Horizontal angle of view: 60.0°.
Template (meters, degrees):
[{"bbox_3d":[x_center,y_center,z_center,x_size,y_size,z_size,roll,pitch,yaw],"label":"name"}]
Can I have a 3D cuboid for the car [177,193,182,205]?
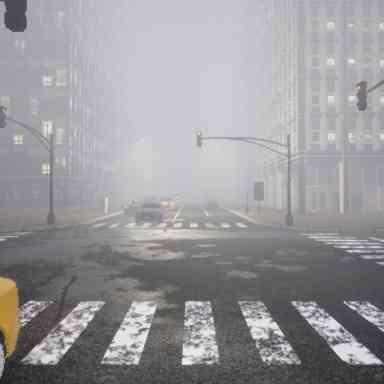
[{"bbox_3d":[-2.977,1.247,61.352,2.150,2.045,5.566,0,0,1],"label":"car"}]

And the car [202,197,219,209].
[{"bbox_3d":[2.743,1.599,45.030,1.802,1.307,4.206,1,0,0],"label":"car"}]

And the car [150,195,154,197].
[{"bbox_3d":[-5.632,1.332,44.976,2.192,1.841,5.009,1,0,0],"label":"car"}]

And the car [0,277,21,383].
[{"bbox_3d":[-3.098,1.478,2.140,1.882,1.535,5.008,0,0,0],"label":"car"}]

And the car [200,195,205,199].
[{"bbox_3d":[2.754,1.547,56.356,1.752,1.417,4.829,1,0,0],"label":"car"}]

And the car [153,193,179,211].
[{"bbox_3d":[-3.064,1.367,40.277,2.097,1.767,4.553,0,0,0],"label":"car"}]

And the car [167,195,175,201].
[{"bbox_3d":[-5.597,1.587,89.577,2.008,1.369,4.403,1,0,0],"label":"car"}]

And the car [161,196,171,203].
[{"bbox_3d":[-5.612,1.573,72.851,1.887,1.381,4.507,1,0,0],"label":"car"}]

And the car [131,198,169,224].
[{"bbox_3d":[-3.075,1.487,25.249,1.882,1.535,5.008,0,0,0],"label":"car"}]

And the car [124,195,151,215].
[{"bbox_3d":[-5.644,1.453,33.825,1.967,1.590,4.097,1,0,0],"label":"car"}]

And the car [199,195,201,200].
[{"bbox_3d":[2.758,1.590,61.763,1.947,1.339,4.313,1,0,0],"label":"car"}]

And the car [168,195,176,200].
[{"bbox_3d":[-5.593,1.605,95.152,1.947,1.339,4.313,1,0,0],"label":"car"}]
